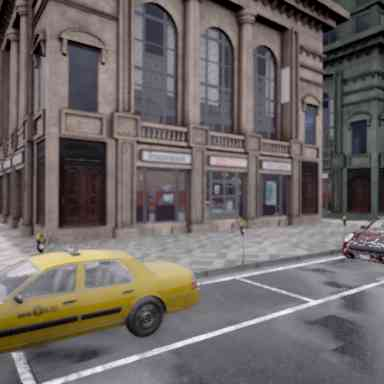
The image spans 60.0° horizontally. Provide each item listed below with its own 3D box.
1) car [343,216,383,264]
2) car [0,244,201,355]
[{"bbox_3d":[7.133,1.570,11.751,4.097,1.590,1.967,1,-1,-36],"label":"car"},{"bbox_3d":[-2.122,1.538,5.139,4.829,1.417,1.752,1,-1,-36],"label":"car"}]
